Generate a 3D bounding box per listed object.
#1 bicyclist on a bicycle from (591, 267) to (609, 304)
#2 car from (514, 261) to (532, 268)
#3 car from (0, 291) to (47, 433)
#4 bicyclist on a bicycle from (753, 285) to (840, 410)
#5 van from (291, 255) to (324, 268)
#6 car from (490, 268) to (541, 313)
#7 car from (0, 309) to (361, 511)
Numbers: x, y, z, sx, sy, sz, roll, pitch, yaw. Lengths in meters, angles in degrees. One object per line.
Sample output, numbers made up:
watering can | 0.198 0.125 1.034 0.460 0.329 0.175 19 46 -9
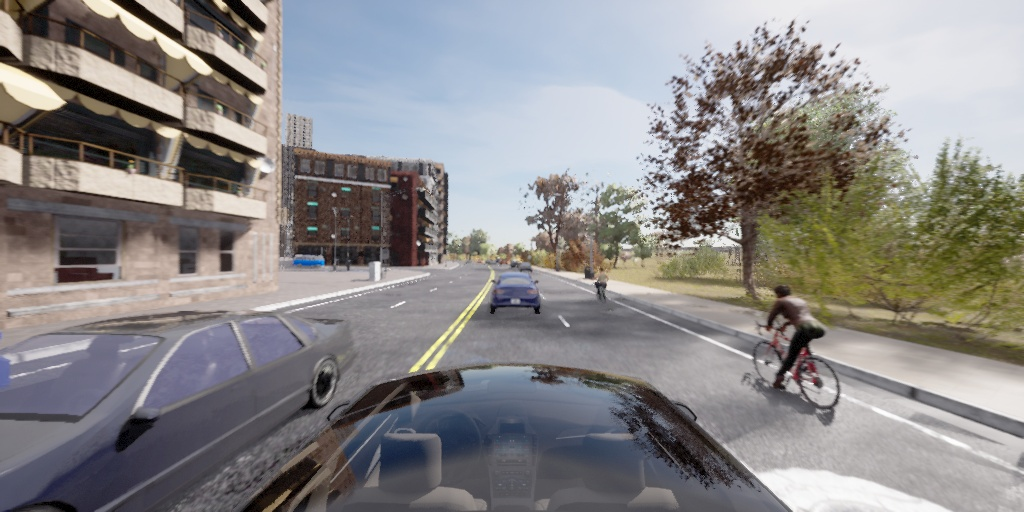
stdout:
bicyclist on a bicycle | 4.123 1.337 16.617 0.866 1.612 1.509 0 0 0
car | 1.986 1.726 55.570 2.033 1.411 5.357 0 0 -4
car | -6.639 1.177 1.870 1.882 1.535 5.008 1 0 1
bicyclist on a bicycle | 4.137 1.264 5.334 0.582 1.620 1.656 0 -1 1
van | -28.794 0.811 50.740 3.998 1.789 1.690 0 0 -32
car | 0.115 1.378 14.377 1.812 1.442 4.674 0 0 0
car | -3.357 1.285 3.410 2.033 1.411 5.357 0 0 1
